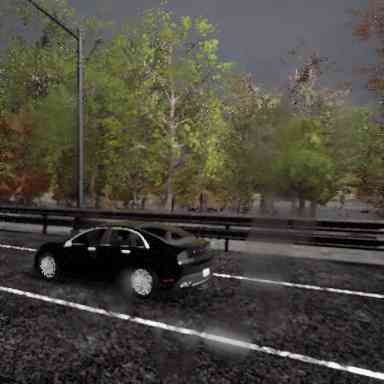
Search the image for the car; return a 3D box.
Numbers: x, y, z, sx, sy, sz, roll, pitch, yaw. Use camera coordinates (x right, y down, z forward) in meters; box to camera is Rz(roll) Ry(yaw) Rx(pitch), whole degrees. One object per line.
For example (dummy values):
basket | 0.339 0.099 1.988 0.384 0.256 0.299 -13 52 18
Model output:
car | -1.820 1.493 8.290 4.892 1.490 1.837 0 0 29
